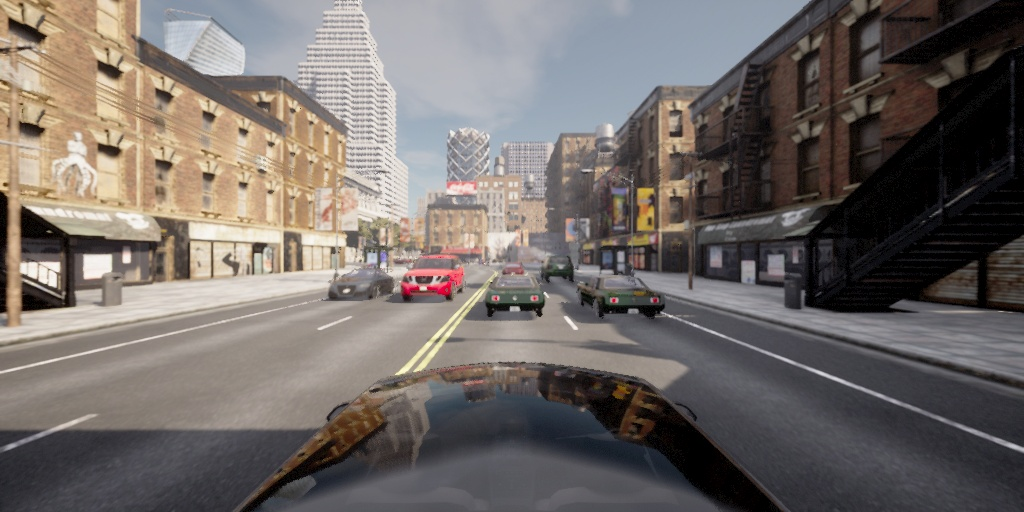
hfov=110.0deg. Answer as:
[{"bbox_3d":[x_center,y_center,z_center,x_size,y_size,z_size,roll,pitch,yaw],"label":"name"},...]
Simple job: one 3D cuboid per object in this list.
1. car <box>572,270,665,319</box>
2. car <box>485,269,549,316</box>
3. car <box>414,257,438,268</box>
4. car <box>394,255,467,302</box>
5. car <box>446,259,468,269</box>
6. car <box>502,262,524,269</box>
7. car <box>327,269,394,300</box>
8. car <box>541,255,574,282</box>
[{"bbox_3d":[3.596,1.344,12.816,1.895,1.301,4.718,0,0,0],"label":"car"},{"bbox_3d":[0.097,1.343,13.307,1.895,1.301,4.718,0,0,0],"label":"car"},{"bbox_3d":[-14.632,1.065,60.668,2.097,1.767,4.553,0,0,-40],"label":"car"},{"bbox_3d":[-3.604,0.962,17.326,2.150,2.045,5.566,0,0,0],"label":"car"},{"bbox_3d":[-9.044,1.240,58.660,1.812,1.442,4.674,0,0,-32],"label":"car"},{"bbox_3d":[0.094,1.257,30.960,1.812,1.442,4.674,0,0,0],"label":"car"},{"bbox_3d":[-7.104,1.304,17.377,1.994,1.385,4.181,0,0,0],"label":"car"},{"bbox_3d":[3.595,0.954,28.963,2.150,2.045,5.566,0,0,0],"label":"car"}]
